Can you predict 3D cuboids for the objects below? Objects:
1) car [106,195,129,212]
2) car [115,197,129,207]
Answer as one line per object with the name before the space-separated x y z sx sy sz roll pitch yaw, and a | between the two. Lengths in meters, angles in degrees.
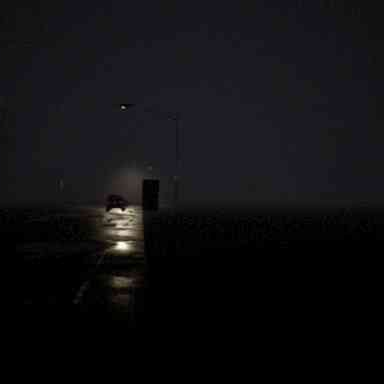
car | -9.436 1.367 41.359 2.150 2.045 5.566 1 -1 -9
car | -11.715 1.718 55.945 2.128 1.511 4.902 1 -1 -9
